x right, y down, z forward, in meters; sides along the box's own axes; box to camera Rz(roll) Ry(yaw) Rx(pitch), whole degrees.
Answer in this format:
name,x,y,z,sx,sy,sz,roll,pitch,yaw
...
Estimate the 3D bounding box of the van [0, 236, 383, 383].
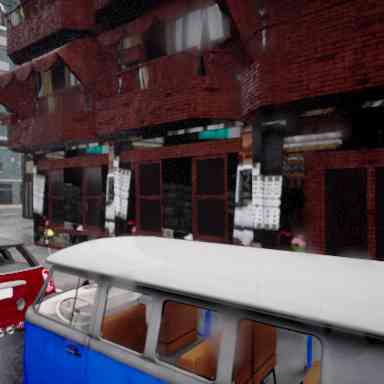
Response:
name,x,y,z,sx,sy,sz,roll,pitch,yaw
van,0.316,1.341,2.509,3.998,1.788,1.690,0,-1,35
